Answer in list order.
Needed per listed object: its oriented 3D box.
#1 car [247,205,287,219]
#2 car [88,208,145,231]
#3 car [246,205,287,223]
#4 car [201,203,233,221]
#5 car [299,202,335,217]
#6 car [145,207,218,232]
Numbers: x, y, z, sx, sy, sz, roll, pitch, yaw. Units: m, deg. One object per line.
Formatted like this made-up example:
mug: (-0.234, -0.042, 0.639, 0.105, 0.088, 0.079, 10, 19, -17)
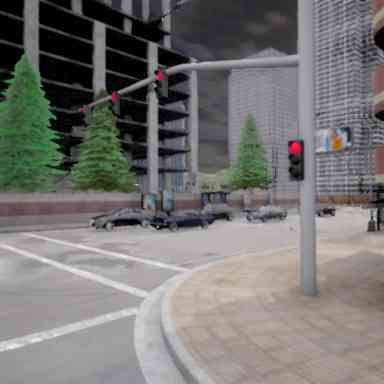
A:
car: (8.290, 2.122, 36.476, 4.718, 1.301, 1.895, 0, -1, -43)
car: (-5.044, 1.909, 24.041, 4.902, 1.511, 2.128, 0, -1, -43)
car: (6.859, 1.970, 30.350, 4.674, 1.442, 1.812, 0, -1, -43)
car: (1.661, 1.822, 30.297, 4.553, 1.767, 2.097, 0, -1, -43)
car: (14.383, 2.008, 37.367, 4.892, 1.490, 1.837, 0, -1, -43)
car: (-0.649, 1.986, 23.353, 4.718, 1.301, 1.895, 0, -1, -43)
